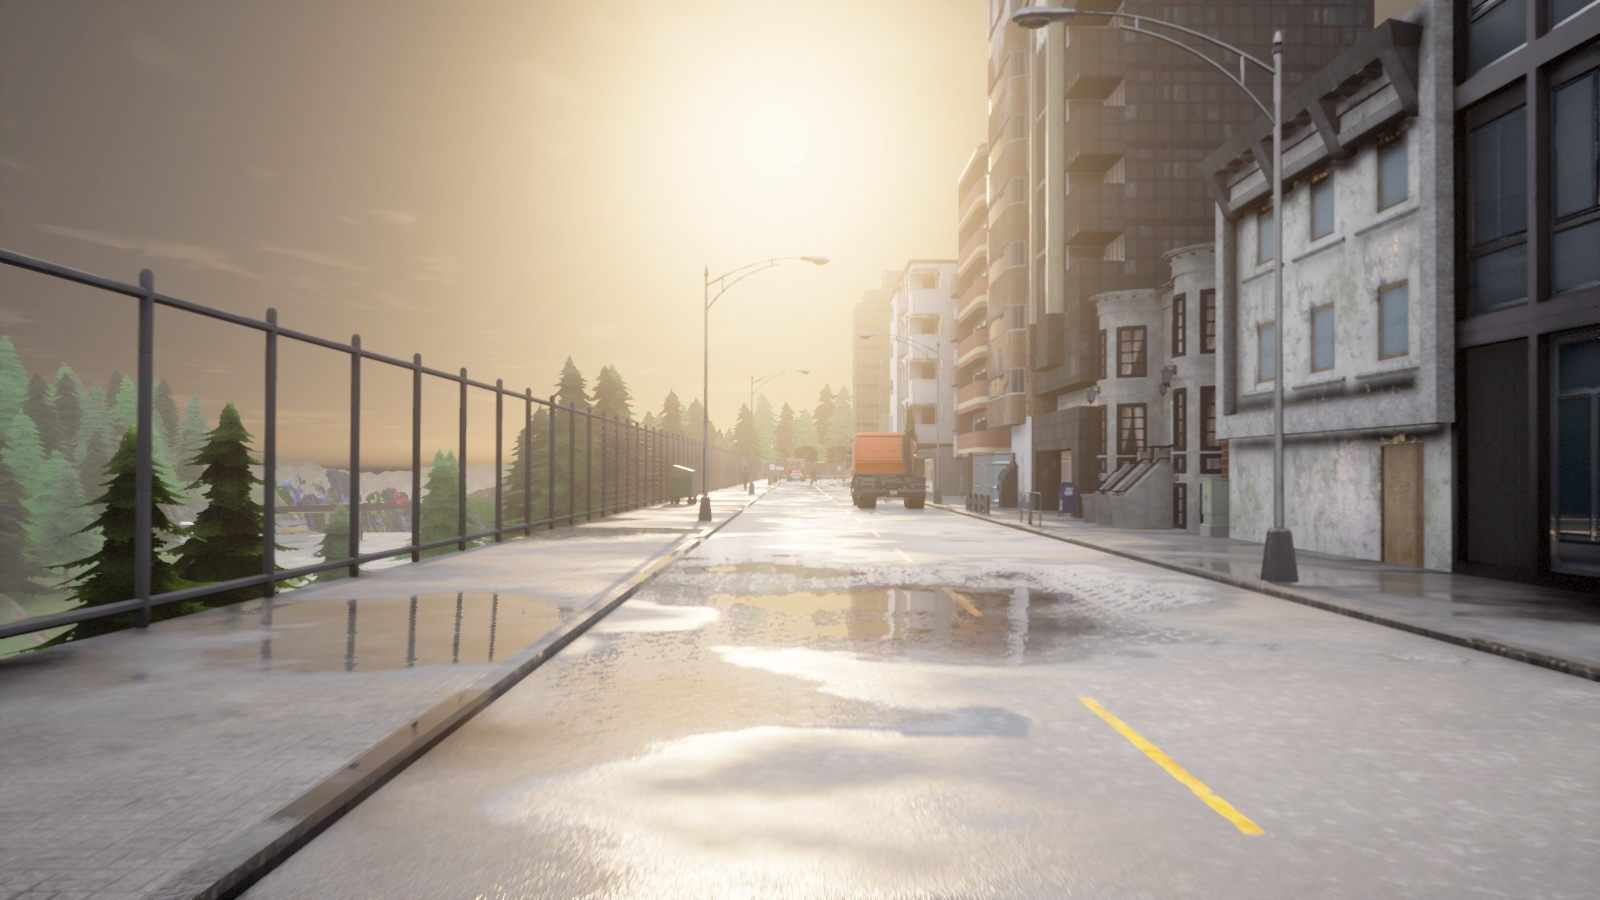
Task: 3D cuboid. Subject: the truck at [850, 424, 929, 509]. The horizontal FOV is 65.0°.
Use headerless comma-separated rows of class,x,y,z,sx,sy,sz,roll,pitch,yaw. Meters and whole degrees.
truck,3.838,0.748,55.563,2.891,3.462,7.936,0,-1,0
